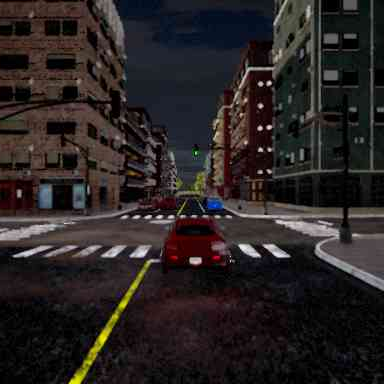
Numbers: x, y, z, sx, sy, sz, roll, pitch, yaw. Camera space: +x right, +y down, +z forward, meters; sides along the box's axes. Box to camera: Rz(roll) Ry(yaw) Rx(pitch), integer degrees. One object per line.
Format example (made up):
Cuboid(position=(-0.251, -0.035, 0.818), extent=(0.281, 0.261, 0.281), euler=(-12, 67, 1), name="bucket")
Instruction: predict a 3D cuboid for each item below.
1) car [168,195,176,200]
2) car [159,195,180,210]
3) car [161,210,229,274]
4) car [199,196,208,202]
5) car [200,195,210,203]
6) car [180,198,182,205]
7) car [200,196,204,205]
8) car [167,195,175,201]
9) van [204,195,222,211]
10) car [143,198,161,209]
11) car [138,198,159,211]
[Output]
Cuboid(position=(-5.275, 1.439, 89.211), extent=(1.947, 1.339, 4.313), euler=(0, 0, 0), name="car")
Cuboid(position=(-2.835, 1.430, 41.555), extent=(1.882, 1.535, 5.008), euler=(0, 0, 0), name="car")
Cuboid(position=(0.094, 1.516, 10.439), extent=(1.812, 1.442, 4.674), euler=(0, 0, 0), name="car")
Cuboid(position=(2.571, 1.487, 72.324), extent=(1.802, 1.307, 4.206), euler=(0, 0, 0), name="car")
Cuboid(position=(2.571, 1.440, 66.894), extent=(1.752, 1.417, 4.829), euler=(0, 0, 0), name="car")
Cuboid(position=(-2.795, 1.420, 57.893), extent=(2.128, 1.511, 4.902), euler=(0, 0, 0), name="car")
Cuboid(position=(2.569, 1.499, 55.523), extent=(1.947, 1.339, 4.313), euler=(0, 0, 0), name="car")
Cuboid(position=(-5.275, 1.466, 83.610), extent=(1.802, 1.307, 4.206), euler=(0, 0, 0), name="car")
Cuboid(position=(2.568, 1.297, 38.721), extent=(1.690, 1.788, 3.998), euler=(0, 0, 0), name="van")
Cuboid(position=(-5.279, 1.493, 44.472), extent=(1.887, 1.381, 4.507), euler=(0, 0, 0), name="car")
Cuboid(position=(-5.279, 1.538, 38.883), extent=(1.802, 1.307, 4.206), euler=(0, 0, 0), name="car")
